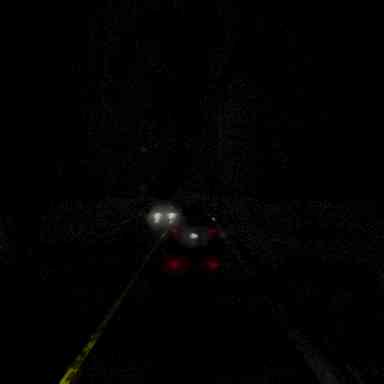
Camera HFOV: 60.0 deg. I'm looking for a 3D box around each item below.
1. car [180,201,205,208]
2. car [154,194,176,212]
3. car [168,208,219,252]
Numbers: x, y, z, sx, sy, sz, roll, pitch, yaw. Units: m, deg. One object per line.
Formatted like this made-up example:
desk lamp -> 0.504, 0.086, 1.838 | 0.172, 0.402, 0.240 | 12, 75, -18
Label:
car -> 0.067, 1.510, 28.789 | 1.837, 1.490, 4.892 | 0, 0, 0
car -> -3.066, 1.228, 38.581 | 2.150, 2.045, 5.566 | 0, 0, 0
car -> 0.071, 1.568, 14.025 | 1.994, 1.385, 4.181 | 0, 0, 0
